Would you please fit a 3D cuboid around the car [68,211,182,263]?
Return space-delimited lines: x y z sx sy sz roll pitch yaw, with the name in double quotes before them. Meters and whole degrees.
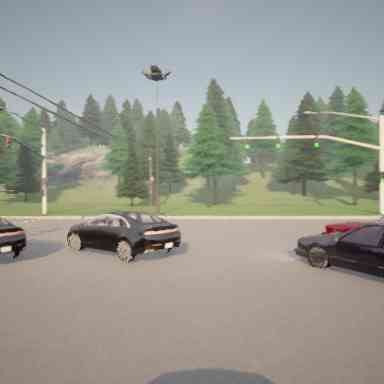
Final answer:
"car" -2.552 1.429 11.775 4.902 1.511 2.128 0 0 40

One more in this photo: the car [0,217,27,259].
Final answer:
"car" -7.562 1.486 11.050 4.902 1.511 2.128 0 0 31

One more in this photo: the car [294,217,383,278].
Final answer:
"car" 4.999 1.434 8.096 2.033 1.411 5.357 -1 0 -26
